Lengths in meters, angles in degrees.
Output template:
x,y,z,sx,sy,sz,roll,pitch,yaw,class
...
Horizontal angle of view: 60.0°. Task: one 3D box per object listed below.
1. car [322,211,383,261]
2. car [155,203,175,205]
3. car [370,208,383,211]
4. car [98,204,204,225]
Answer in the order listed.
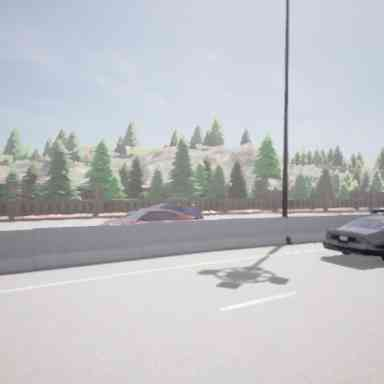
x,y,z,sx,sy,sz,roll,pitch,yaw,class
7.110,1.542,11.816,5.357,1.411,2.033,0,0,-27,car
-1.816,1.485,23.111,5.357,1.411,2.033,0,0,-29,car
17.087,1.628,27.443,4.718,1.301,1.895,0,0,-17,car
-1.955,1.475,14.938,4.674,1.442,1.812,0,0,-31,car
